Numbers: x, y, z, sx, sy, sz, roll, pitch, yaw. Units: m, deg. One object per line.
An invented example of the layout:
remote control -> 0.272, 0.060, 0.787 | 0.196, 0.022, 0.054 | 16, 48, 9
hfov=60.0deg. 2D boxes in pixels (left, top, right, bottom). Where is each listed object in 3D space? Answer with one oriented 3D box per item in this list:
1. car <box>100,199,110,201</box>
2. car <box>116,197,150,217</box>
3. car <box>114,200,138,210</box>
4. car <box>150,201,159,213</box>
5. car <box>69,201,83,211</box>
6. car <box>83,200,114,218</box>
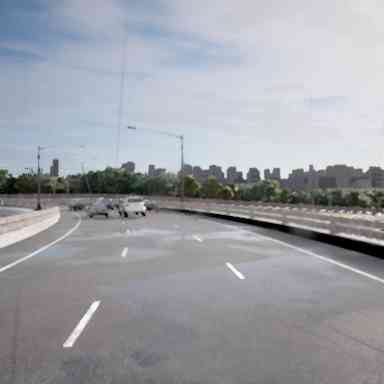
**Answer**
car -> -13.629, 1.888, 51.071 | 2.097, 1.767, 4.553 | 0, -1, -30
car -> -6.517, 1.569, 35.869 | 2.150, 2.045, 5.566 | 0, -2, -21
car -> -10.571, 2.022, 52.815 | 2.128, 1.511, 4.902 | 0, 0, -31
car -> -5.704, 1.915, 43.086 | 1.837, 1.490, 4.892 | 0, -1, -26
car -> -17.469, 2.069, 50.705 | 1.837, 1.490, 4.892 | 0, 0, -31
car -> -9.996, 1.922, 35.174 | 2.033, 1.411, 5.357 | 0, -1, -22
